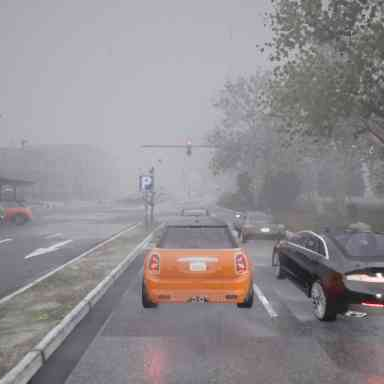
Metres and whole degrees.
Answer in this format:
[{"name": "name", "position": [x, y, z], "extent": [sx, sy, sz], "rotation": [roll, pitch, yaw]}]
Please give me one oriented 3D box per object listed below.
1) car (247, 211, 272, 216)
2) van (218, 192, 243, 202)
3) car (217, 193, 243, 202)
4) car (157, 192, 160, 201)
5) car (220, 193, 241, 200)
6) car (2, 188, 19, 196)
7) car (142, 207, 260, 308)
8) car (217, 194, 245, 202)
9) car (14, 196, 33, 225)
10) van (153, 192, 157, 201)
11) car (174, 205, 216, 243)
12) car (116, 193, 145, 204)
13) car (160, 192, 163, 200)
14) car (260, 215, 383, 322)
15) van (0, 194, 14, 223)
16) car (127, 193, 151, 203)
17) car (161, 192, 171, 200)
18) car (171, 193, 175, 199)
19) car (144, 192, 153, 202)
[{"name": "car", "position": [3.144, 1.587, 16.129], "extent": [1.994, 1.385, 4.181], "rotation": [0, 0, 1]}, {"name": "van", "position": [7.222, 1.041, 63.610], "extent": [4.442, 1.987, 1.878], "rotation": [1, 0, -14]}, {"name": "car", "position": [7.603, 1.140, 66.580], "extent": [4.553, 1.767, 2.185], "rotation": [1, 0, -14]}, {"name": "car", "position": [-10.083, 1.320, 72.954], "extent": [4.892, 1.521, 2.231], "rotation": [-1, 0, -14]}, {"name": "car", "position": [9.380, 1.127, 81.281], "extent": [4.553, 1.767, 2.185], "rotation": [1, 0, -12]}, {"name": "car", "position": [-28.215, 0.136, 51.850], "extent": [2.002, 1.452, 4.674], "rotation": [6, -3, -19]}, {"name": "car", "position": [0.104, 1.363, 8.094], "extent": [2.097, 1.767, 4.553], "rotation": [0, 0, 0]}, {"name": "car", "position": [8.136, 1.262, 69.574], "extent": [5.366, 1.575, 1.946], "rotation": [1, 0, -13]}, {"name": "car", "position": [-13.650, 1.402, 23.189], "extent": [4.553, 1.767, 2.185], "rotation": [-1, 0, -19]}, {"name": "van", "position": [-10.308, 1.091, 69.983], "extent": [4.442, 1.987, 1.878], "rotation": [-1, 0, -14]}, {"name": "car", "position": [0.154, 1.531, 17.179], "extent": [1.837, 1.490, 4.892], "rotation": [0, 0, 1]}, {"name": "car", "position": [-11.503, 1.357, 60.997], "extent": [4.792, 1.488, 2.163], "rotation": [-1, 0, -15]}, {"name": "car", "position": [-9.713, 1.358, 75.950], "extent": [4.674, 1.452, 2.002], "rotation": [-1, 0, -13]}, {"name": "car", "position": [3.102, 1.501, 7.217], "extent": [2.128, 1.511, 4.902], "rotation": [0, 0, 0]}, {"name": "van", "position": [-13.622, 1.296, 20.211], "extent": [4.442, 1.987, 1.878], "rotation": [-1, 0, -20]}, {"name": "car", "position": [-10.770, 1.194, 66.942], "extent": [4.553, 1.767, 2.185], "rotation": [-1, 0, -14]}, {"name": "car", "position": [-8.534, 1.356, 84.935], "extent": [4.674, 1.452, 2.002], "rotation": [-1, 0, -12]}, {"name": "car", "position": [-8.087, 1.063, 87.941], "extent": [5.566, 2.045, 2.435], "rotation": [-1, 0, -12]}, {"name": "car", "position": [-10.861, 1.314, 63.990], "extent": [5.366, 1.575, 1.946], "rotation": [-1, 0, -15]}]
